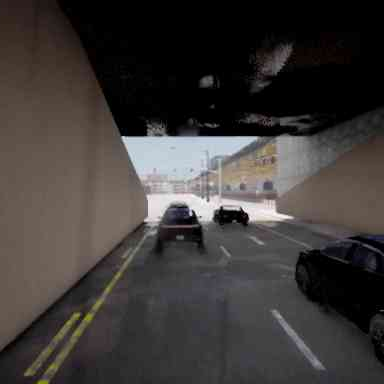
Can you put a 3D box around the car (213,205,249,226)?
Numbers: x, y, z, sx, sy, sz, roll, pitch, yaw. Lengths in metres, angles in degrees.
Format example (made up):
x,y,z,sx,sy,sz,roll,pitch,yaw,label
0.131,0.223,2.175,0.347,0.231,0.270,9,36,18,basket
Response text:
x,y,z,sx,sy,sz,roll,pitch,yaw,label
2.598,1.562,23.220,1.895,1.301,4.718,0,0,-3,car

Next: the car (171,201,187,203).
x,y,z,sx,sy,sz,roll,pitch,yaw,label
-1.111,1.489,27.710,1.837,1.490,4.892,0,0,-3,car

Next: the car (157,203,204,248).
x,y,z,sx,sy,sz,roll,pitch,yaw,label
-0.539,1.484,14.769,2.128,1.511,4.902,0,0,-2,car

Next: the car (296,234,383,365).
x,y,z,sx,sy,sz,roll,pitch,yaw,label
3.288,1.463,5.622,2.128,1.511,4.902,0,0,-1,car
